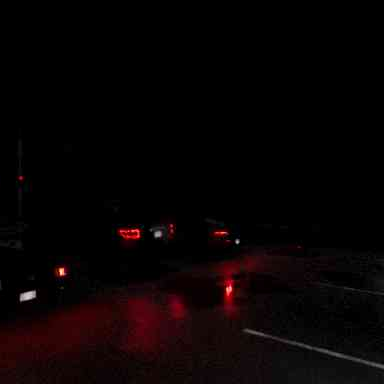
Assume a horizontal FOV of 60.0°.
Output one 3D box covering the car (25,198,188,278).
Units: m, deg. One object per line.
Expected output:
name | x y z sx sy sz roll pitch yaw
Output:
car | -3.075 1.219 10.444 5.566 2.045 2.150 0 0 36

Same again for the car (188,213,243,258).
car | -0.310 1.524 12.761 4.674 1.442 1.812 0 0 36

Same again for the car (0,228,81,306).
car | -4.773 1.599 7.353 4.718 1.301 1.895 0 0 36
